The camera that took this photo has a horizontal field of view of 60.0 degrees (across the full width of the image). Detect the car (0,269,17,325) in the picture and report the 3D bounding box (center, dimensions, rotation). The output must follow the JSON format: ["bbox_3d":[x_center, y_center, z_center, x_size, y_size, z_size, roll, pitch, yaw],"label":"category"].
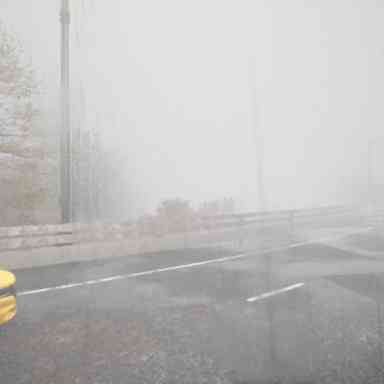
[{"bbox_3d":[-5.194,1.523,4.528,5.008,1.535,1.882,0,0,-35],"label":"car"}]
